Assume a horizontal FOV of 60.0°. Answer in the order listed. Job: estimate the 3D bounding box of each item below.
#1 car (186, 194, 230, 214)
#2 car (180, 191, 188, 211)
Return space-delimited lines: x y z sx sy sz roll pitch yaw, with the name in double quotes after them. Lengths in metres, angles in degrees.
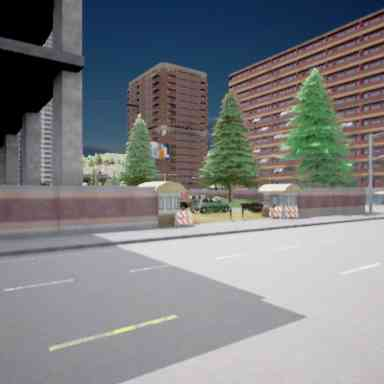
1.814 1.285 32.408 3.988 1.617 1.851 0 0 -35 "car"
-0.219 1.116 36.455 4.605 1.855 1.932 0 0 -35 "car"
